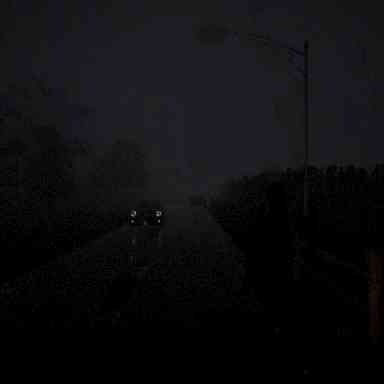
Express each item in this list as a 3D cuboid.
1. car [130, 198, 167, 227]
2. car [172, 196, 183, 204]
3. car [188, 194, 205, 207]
[{"bbox_3d":[-2.841,1.336,22.530,2.097,1.767,4.553,0,0,0],"label":"car"},{"bbox_3d":[-2.754,1.430,63.511,1.812,1.442,4.674,0,0,1],"label":"car"},{"bbox_3d":[0.918,1.289,50.291,2.097,1.767,4.553,0,0,1],"label":"car"}]
